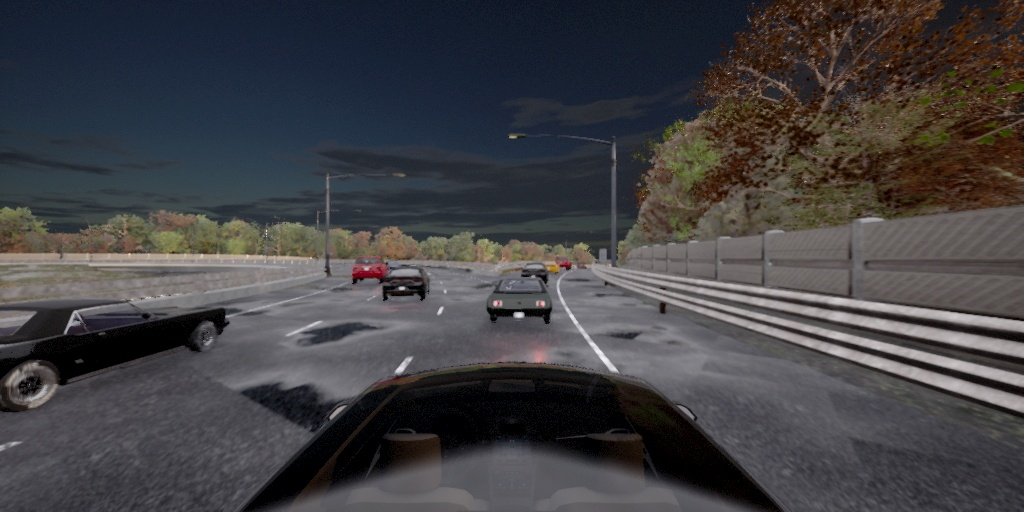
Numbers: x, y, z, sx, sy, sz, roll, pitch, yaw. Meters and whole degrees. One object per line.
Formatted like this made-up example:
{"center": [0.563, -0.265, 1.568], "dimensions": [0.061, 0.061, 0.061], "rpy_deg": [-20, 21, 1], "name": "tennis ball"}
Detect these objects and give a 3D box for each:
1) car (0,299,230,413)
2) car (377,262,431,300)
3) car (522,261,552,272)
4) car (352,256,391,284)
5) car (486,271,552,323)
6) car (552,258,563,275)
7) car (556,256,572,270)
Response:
{"center": [-7.225, 1.366, 5.966], "dimensions": [1.895, 1.301, 4.718], "rpy_deg": [0, 0, -4], "name": "car"}
{"center": [-5.194, 1.265, 18.023], "dimensions": [1.882, 1.535, 5.008], "rpy_deg": [0, 0, -10], "name": "car"}
{"center": [1.827, 1.276, 27.268], "dimensions": [1.882, 1.535, 5.008], "rpy_deg": [0, 0, 8], "name": "car"}
{"center": [-11.013, 1.034, 28.051], "dimensions": [2.150, 2.045, 5.566], "rpy_deg": [0, 0, -15], "name": "car"}
{"center": [0.326, 1.371, 12.284], "dimensions": [1.895, 1.301, 4.718], "rpy_deg": [0, 0, 3], "name": "car"}
{"center": [4.441, 1.302, 41.490], "dimensions": [1.882, 1.535, 5.008], "rpy_deg": [0, 0, 13], "name": "car"}
{"center": [7.637, 1.084, 53.544], "dimensions": [2.150, 2.045, 5.566], "rpy_deg": [0, -1, 15], "name": "car"}
